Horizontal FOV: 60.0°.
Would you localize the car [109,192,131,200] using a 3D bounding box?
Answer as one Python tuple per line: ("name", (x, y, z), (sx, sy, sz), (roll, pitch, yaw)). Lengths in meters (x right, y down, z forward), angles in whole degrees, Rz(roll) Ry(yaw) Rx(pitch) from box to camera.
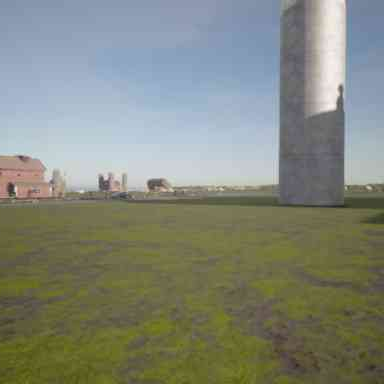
("car", (-14.624, 0.720, 67.589), (1.837, 1.490, 4.892), (1, 1, 36))
